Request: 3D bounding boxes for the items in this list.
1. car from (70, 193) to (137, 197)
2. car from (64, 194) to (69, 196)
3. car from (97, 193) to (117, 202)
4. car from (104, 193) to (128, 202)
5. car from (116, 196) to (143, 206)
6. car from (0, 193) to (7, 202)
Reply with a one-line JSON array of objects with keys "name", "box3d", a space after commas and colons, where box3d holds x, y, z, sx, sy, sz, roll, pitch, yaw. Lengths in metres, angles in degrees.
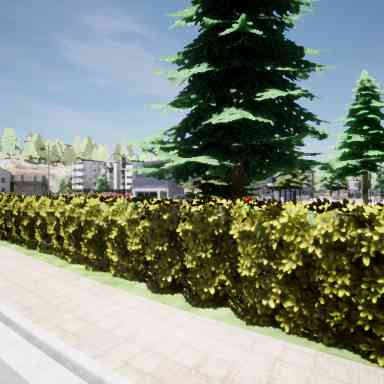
[{"name": "car", "box3d": [-8.071, 1.221, 31.035, 2.150, 2.045, 5.566, 0, 0, 44]}, {"name": "car", "box3d": [-27.350, 1.154, 80.367, 2.152, 1.636, 5.027, 0, 0, 44]}, {"name": "car", "box3d": [-18.236, 1.077, 71.388, 1.905, 1.878, 3.866, 0, 0, 44]}, {"name": "car", "box3d": [-15.876, 1.097, 69.643, 1.932, 1.855, 4.605, 0, 0, 44]}, {"name": "car", "box3d": [-10.065, 1.384, 53.309, 1.970, 1.475, 3.806, 0, 0, 44]}, {"name": "car", "box3d": [-41.786, 1.097, 70.187, 1.932, 1.855, 4.605, 0, 0, 44]}]
